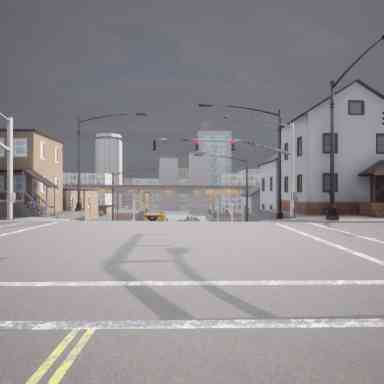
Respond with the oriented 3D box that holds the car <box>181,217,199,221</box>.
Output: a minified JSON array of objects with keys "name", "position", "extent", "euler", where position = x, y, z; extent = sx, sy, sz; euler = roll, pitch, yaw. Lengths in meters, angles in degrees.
[{"name":"car","position":[-0.056,3.860,41.616],"extent":[1.994,1.385,4.181],"euler":[0,-10,-1]}]

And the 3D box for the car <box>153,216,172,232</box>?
[{"name":"car","position":[-3.776,4.235,43.667],"extent":[2.128,1.511,4.902],"euler":[0,-13,-1]}]

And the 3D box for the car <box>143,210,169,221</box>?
[{"name":"car","position":[-3.670,2.536,33.444],"extent":[1.882,1.535,5.008],"euler":[0,-9,1]}]
